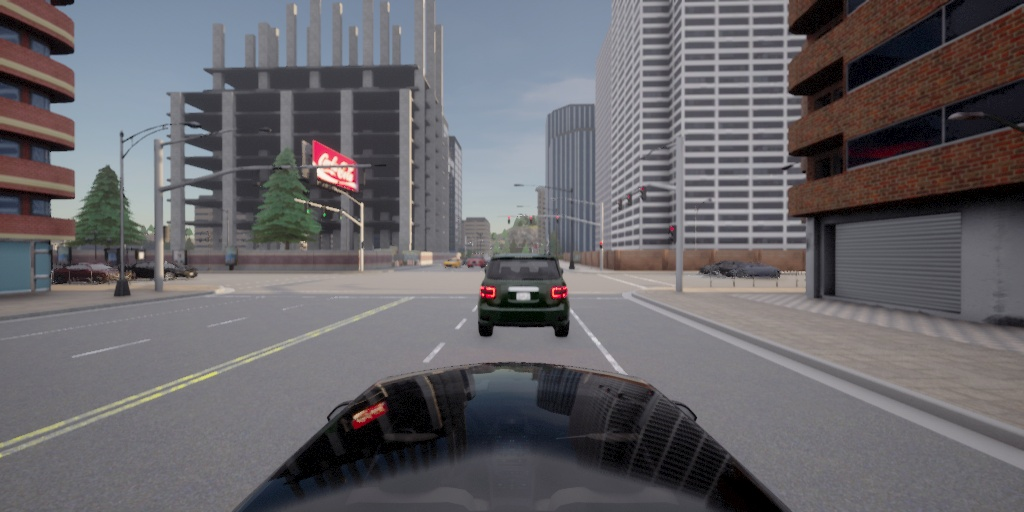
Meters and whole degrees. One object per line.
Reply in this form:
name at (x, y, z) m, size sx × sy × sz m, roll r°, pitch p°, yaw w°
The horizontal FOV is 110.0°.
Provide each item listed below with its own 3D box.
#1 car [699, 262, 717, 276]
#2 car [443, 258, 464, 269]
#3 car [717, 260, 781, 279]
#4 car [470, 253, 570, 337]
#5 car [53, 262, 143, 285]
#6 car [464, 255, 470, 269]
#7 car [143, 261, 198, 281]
car at (20.374, 1.154, 34.007) m, size 4.892 × 1.490 × 1.837 m, roll 0°, pitch 0°, yaw 2°
car at (-8.724, 1.075, 52.510) m, size 1.882 × 1.535 × 5.008 m, roll 0°, pitch 0°, yaw 2°
car at (20.290, 1.224, 30.508) m, size 4.181 × 1.385 × 1.994 m, roll 0°, pitch 0°, yaw 2°
car at (0.338, 0.945, 10.317) m, size 2.150 × 2.045 × 5.566 m, roll 0°, pitch 0°, yaw 2°
car at (-29.016, 1.209, 24.908) m, size 4.674 × 1.442 × 1.812 m, roll 0°, pitch 0°, yaw 2°
car at (-5.210, 0.819, 52.775) m, size 2.150 × 2.045 × 5.566 m, roll 0°, pitch 0°, yaw 2°
car at (-27.777, 1.150, 28.369) m, size 5.008 × 1.535 × 1.882 m, roll 0°, pitch 0°, yaw 2°
